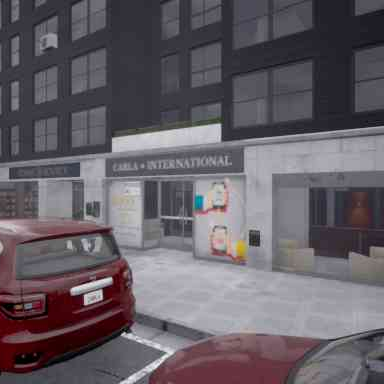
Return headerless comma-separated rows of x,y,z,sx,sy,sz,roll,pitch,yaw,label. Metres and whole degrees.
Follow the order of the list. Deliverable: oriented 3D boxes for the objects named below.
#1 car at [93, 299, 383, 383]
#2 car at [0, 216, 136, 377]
1.513,1.582,1.999,4.206,1.307,1.802,0,0,35,car
-3.099,1.314,5.281,5.009,1.841,2.192,0,0,35,car
